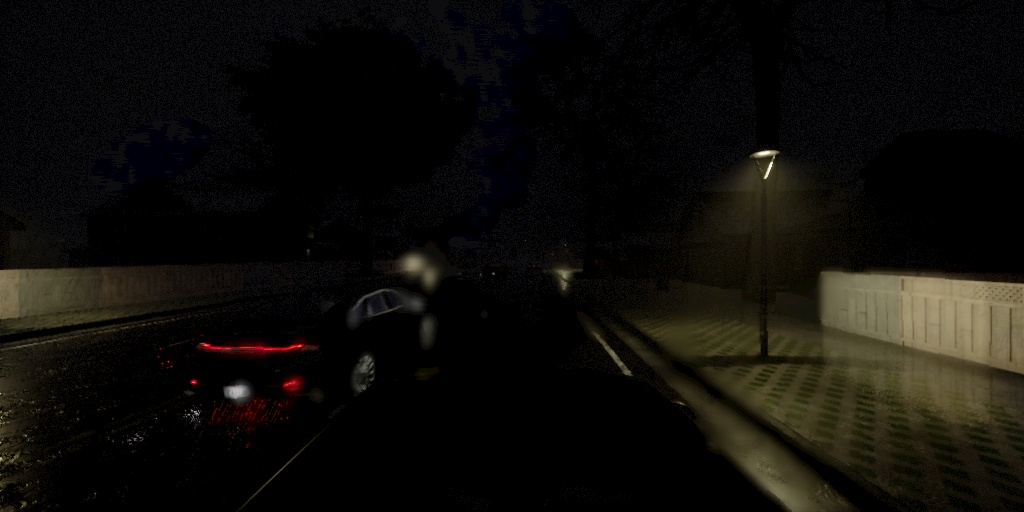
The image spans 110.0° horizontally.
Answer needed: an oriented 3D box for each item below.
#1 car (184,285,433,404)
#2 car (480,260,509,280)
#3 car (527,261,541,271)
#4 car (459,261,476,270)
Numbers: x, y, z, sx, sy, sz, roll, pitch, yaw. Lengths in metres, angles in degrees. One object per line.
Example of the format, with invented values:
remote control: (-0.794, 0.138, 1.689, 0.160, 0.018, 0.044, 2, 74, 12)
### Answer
car: (-2.801, 1.248, 6.264, 2.128, 1.511, 4.902, 0, 0, 3)
car: (-1.320, 1.259, 31.239, 1.882, 1.535, 5.008, 0, 0, 3)
car: (2.975, 1.345, 48.768, 2.033, 1.411, 5.357, 0, 0, 3)
car: (-6.638, 1.383, 54.304, 1.994, 1.385, 4.181, 0, 0, 4)
